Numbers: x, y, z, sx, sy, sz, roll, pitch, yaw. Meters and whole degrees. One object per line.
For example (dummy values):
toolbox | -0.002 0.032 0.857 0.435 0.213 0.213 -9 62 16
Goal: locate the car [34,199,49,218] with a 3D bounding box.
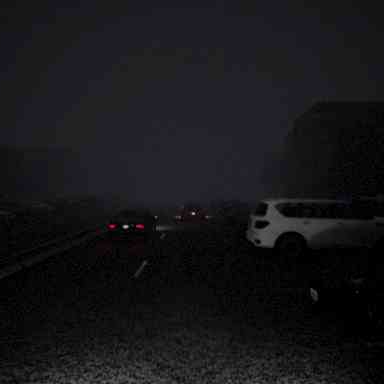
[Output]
car | -15.631 1.559 29.156 4.792 1.488 2.163 0 0 0

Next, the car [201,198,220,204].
car | 4.748 2.266 86.956 4.792 1.488 2.163 0 -1 0

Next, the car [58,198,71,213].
car | -15.700 1.582 34.672 4.792 1.488 2.163 0 0 0

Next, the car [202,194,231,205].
car | 4.688 1.505 64.745 5.566 2.045 2.435 0 -1 0

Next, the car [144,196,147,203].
car | -15.961 2.379 92.548 5.366 1.575 1.946 0 -1 0

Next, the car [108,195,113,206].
car | -15.737 1.543 53.972 4.553 1.767 2.185 0 0 0

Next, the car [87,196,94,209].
car | -15.656 1.625 42.941 4.792 1.488 2.163 0 0 0

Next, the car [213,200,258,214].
car | 4.742 1.599 36.961 4.792 1.488 2.163 0 0 0

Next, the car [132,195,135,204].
car | -15.707 1.606 70.506 5.566 2.045 2.435 0 -1 0

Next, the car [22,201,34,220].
car | -15.626 1.550 26.401 4.792 1.488 2.163 0 0 0

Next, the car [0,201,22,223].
car | -15.465 1.509 23.643 5.366 1.575 1.946 0 0 0

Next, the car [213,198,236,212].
car | 4.719 1.546 31.277 4.892 1.521 2.231 0 0 0

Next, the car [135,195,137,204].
car | -15.775 2.000 76.009 4.792 1.488 2.163 0 -1 0

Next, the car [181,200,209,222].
car | 0.102 1.615 27.193 1.994 1.385 4.181 0 0 0

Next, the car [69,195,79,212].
car | -15.644 1.440 37.429 4.553 1.767 2.185 0 0 0

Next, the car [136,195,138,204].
car | -15.782 1.908 78.770 4.553 1.767 2.185 0 -1 0

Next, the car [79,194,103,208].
car | -15.719 1.362 45.701 5.566 2.045 2.435 0 0 0

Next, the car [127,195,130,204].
car | -15.697 1.519 64.997 5.566 2.045 2.435 0 -1 0

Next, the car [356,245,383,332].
car | 4.680 1.511 3.487 4.792 1.488 2.163 0 0 0

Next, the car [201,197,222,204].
car | 4.723 2.089 81.276 5.008 1.535 2.097 0 -1 0

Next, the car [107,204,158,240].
car | -2.899 1.569 17.071 2.033 1.411 5.357 0 0 0

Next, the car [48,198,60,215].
car | -15.663 1.581 31.878 4.674 1.452 2.002 0 0 0

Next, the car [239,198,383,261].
car | 4.739 1.239 11.825 5.566 2.045 2.435 0 0 0

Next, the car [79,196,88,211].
car | -15.675 1.580 40.186 5.008 1.535 2.097 0 0 0

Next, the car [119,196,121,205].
car | -15.713 1.751 59.483 4.674 1.452 2.002 0 -1 0

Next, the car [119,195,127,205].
car | -15.535 1.733 62.241 5.366 1.575 1.946 0 -1 0

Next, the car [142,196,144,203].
car | -15.732 1.923 84.284 5.566 2.045 2.435 0 -1 0

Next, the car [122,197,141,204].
car | -15.734 2.118 87.037 4.553 1.767 2.185 0 -1 0

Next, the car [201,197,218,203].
car | 4.750 2.252 92.517 4.553 1.767 2.185 0 -1 0

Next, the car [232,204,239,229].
car | 4.709 1.542 17.508 4.674 1.452 2.002 0 0 0

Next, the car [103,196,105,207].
car | -15.693 1.671 48.457 4.674 1.452 2.002 0 0 0

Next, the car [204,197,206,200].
car | 4.900 1.641 50.730 5.366 1.575 1.946 0 0 0

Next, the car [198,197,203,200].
car | 0.104 1.684 42.959 1.994 1.385 4.181 0 0 0

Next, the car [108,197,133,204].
car | -15.735 1.908 73.259 5.008 1.535 2.097 0 -1 0

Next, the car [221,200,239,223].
car | 4.719 1.518 23.064 4.892 1.521 2.231 0 0 0

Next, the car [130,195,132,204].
car | -15.702 1.557 67.754 5.566 2.045 2.435 0 -1 0

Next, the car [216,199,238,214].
car | 4.710 1.576 28.623 4.674 1.452 2.002 0 0 0

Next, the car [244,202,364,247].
car | 4.743 1.371 14.638 4.553 1.767 2.185 0 0 0

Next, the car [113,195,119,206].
car | -15.705 1.687 56.729 5.008 1.535 2.097 0 0 0

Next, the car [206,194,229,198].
car | 4.687 1.503 48.069 4.553 1.767 2.185 0 0 0

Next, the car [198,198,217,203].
car | 4.534 2.441 95.170 5.366 1.575 1.946 0 -1 0

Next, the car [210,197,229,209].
car | 4.707 1.557 34.056 5.008 1.535 2.097 0 0 0

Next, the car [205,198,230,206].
car | 4.714 1.765 61.967 4.674 1.452 2.002 0 -1 0

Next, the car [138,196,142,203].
car | -15.784 1.852 81.527 5.566 2.045 2.435 0 -1 0

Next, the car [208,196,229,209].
car | 4.707 1.584 39.739 4.892 1.521 2.231 0 0 0

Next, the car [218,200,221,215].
car | 4.741 1.555 25.844 4.792 1.488 2.163 0 0 0

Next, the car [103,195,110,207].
car | -15.730 1.679 51.214 4.792 1.488 2.163 0 0 0

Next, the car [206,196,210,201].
car | 4.719 1.597 42.519 5.008 1.535 2.097 0 0 0

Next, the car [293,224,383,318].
car | 4.681 1.513 6.265 4.792 1.488 2.163 0 0 0
